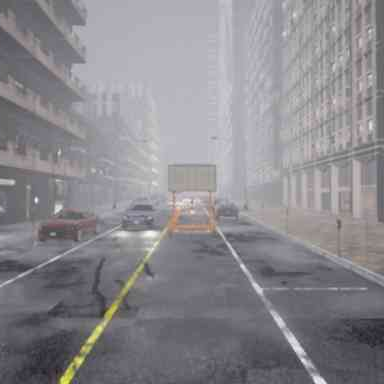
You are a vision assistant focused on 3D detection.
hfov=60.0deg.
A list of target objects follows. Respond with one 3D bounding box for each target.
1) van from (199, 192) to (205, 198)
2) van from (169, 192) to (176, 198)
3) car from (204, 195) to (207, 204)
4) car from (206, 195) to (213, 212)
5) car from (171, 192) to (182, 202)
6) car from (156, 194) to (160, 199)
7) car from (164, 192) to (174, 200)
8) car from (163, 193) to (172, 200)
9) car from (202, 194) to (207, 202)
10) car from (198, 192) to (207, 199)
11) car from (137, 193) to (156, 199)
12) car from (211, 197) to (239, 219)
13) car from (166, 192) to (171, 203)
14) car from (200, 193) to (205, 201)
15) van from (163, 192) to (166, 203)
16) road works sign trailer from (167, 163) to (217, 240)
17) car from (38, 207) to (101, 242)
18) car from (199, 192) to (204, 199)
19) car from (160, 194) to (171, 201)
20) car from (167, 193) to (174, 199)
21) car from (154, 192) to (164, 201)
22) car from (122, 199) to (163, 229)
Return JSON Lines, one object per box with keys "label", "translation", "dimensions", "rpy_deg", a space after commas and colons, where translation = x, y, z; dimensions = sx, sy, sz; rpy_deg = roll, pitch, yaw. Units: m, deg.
{"label": "van", "translation": [2.757, 0.823, 93.568], "dimensions": [1.690, 1.788, 3.998], "rpy_deg": [1, 0, 0]}
{"label": "van", "translation": [-5.598, 0.824, 93.486], "dimensions": [1.690, 1.788, 3.998], "rpy_deg": [1, 0, 0]}
{"label": "car", "translation": [2.724, 1.340, 38.090], "dimensions": [1.887, 1.381, 4.507], "rpy_deg": [1, 0, 0]}
{"label": "car", "translation": [2.723, 1.266, 32.541], "dimensions": [1.967, 1.590, 4.097], "rpy_deg": [1, 0, 0]}
{"label": "car", "translation": [-3.003, 0.881, 61.582], "dimensions": [2.150, 2.045, 5.566], "rpy_deg": [0, 0, 1]}
{"label": "car", "translation": [-5.653, 1.310, 43.567], "dimensions": [1.887, 1.381, 4.507], "rpy_deg": [1, 0, 0]}
{"label": "car", "translation": [-5.631, 0.862, 82.392], "dimensions": [2.192, 1.841, 5.009], "rpy_deg": [1, 0, 0]}
{"label": "car", "translation": [-5.634, 1.018, 76.846], "dimensions": [1.967, 1.590, 4.097], "rpy_deg": [1, 0, 0]}
{"label": "car", "translation": [2.727, 1.309, 43.638], "dimensions": [1.887, 1.381, 4.507], "rpy_deg": [1, 0, 0]}
{"label": "car", "translation": [2.752, 0.954, 88.021], "dimensions": [1.967, 1.590, 4.097], "rpy_deg": [1, 0, 0]}
{"label": "car", "translation": [-5.654, 1.236, 38.019], "dimensions": [1.967, 1.590, 4.097], "rpy_deg": [1, 0, 0]}
{"label": "car", "translation": [2.718, 1.400, 26.994], "dimensions": [1.887, 1.381, 4.507], "rpy_deg": [1, 0, 0]}
{"label": "car", "translation": [-5.640, 0.987, 60.205], "dimensions": [2.192, 1.841, 5.009], "rpy_deg": [1, 0, 0]}
{"label": "car", "translation": [2.733, 1.253, 54.734], "dimensions": [2.008, 1.369, 4.403], "rpy_deg": [1, 0, 0]}
{"label": "van", "translation": [-5.643, 1.044, 54.659], "dimensions": [1.690, 1.788, 3.998], "rpy_deg": [1, 0, 0]}
{"label": "road works sign trailer", "translation": [0.007, 0.376, 16.466], "dimensions": [2.380, 3.560, 2.880], "rpy_deg": [0, 0, 0]}
{"label": "car", "translation": [-5.668, 1.461, 15.833], "dimensions": [1.887, 1.381, 4.507], "rpy_deg": [1, 0, 0]}
{"label": "car", "translation": [2.739, 1.164, 65.999], "dimensions": [1.752, 1.417, 4.829], "rpy_deg": [1, 0, 0]}
{"label": "car", "translation": [-5.639, 1.160, 71.300], "dimensions": [2.008, 1.369, 4.403], "rpy_deg": [1, 0, 0]}
{"label": "car", "translation": [-5.640, 1.041, 87.769], "dimensions": [1.752, 1.417, 4.829], "rpy_deg": [1, 0, 0]}
{"label": "car", "translation": [-5.648, 1.174, 49.113], "dimensions": [1.967, 1.590, 4.097], "rpy_deg": [1, 0, 0]}
{"label": "car", "translation": [-3.089, 1.414, 20.817], "dimensions": [1.812, 1.442, 4.674], "rpy_deg": [0, 0, 0]}
